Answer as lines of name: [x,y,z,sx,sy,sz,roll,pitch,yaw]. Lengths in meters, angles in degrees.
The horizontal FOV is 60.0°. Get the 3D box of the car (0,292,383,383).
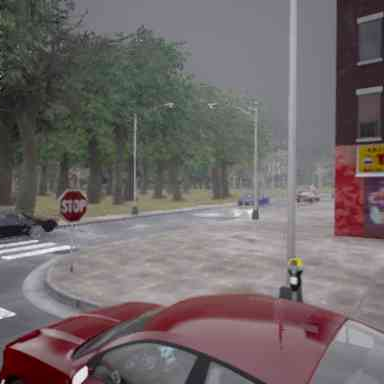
car: [0.191,1.552,2.658,4.507,1.381,1.887,0,1,36]

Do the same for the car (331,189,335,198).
car: [24.042,0.249,54.058,1.837,1.490,4.892,1,2,35]

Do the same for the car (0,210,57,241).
car: [-8.257,1.468,13.874,1.895,1.301,4.718,1,2,35]

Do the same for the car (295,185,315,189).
car: [16.325,-0.054,48.144,2.150,2.045,5.566,1,2,35]

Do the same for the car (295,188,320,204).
car: [13.867,0.652,39.801,1.812,1.442,4.674,1,2,35]

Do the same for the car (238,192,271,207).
car: [6.497,0.765,34.539,1.882,1.535,5.008,1,2,36]
